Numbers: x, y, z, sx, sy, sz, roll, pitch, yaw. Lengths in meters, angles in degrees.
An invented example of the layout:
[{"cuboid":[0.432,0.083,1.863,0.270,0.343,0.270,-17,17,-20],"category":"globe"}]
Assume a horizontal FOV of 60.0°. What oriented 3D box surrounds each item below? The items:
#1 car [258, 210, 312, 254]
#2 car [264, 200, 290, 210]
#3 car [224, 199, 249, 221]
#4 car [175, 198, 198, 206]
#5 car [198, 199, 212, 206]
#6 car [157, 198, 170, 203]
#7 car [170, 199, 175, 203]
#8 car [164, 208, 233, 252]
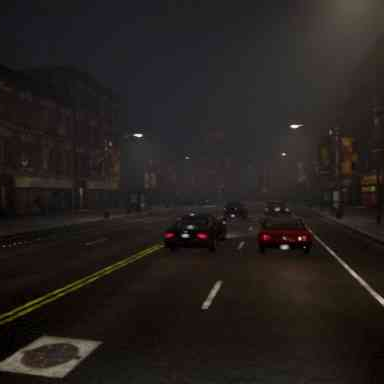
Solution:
[{"cuboid":[3.770,1.655,13.867,1.895,1.301,4.718,-1,0,13],"category":"car"},{"cuboid":[7.234,1.467,28.442,2.097,1.767,4.553,-1,-1,13],"category":"car"},{"cuboid":[3.885,1.676,29.469,1.837,1.490,4.892,-1,0,14],"category":"car"},{"cuboid":[-1.145,1.972,64.458,1.882,1.535,5.008,0,0,-22],"category":"car"},{"cuboid":[2.428,2.012,64.882,1.994,1.385,4.181,-1,0,-19],"category":"car"},{"cuboid":[-7.621,2.304,92.403,4.674,1.452,2.002,-1,-1,33],"category":"car"},{"cuboid":[-2.963,2.294,89.064,4.718,1.301,1.895,-1,-1,43],"category":"car"},{"cuboid":[0.337,1.652,14.564,2.033,1.411,5.357,-1,0,13],"category":"car"}]
